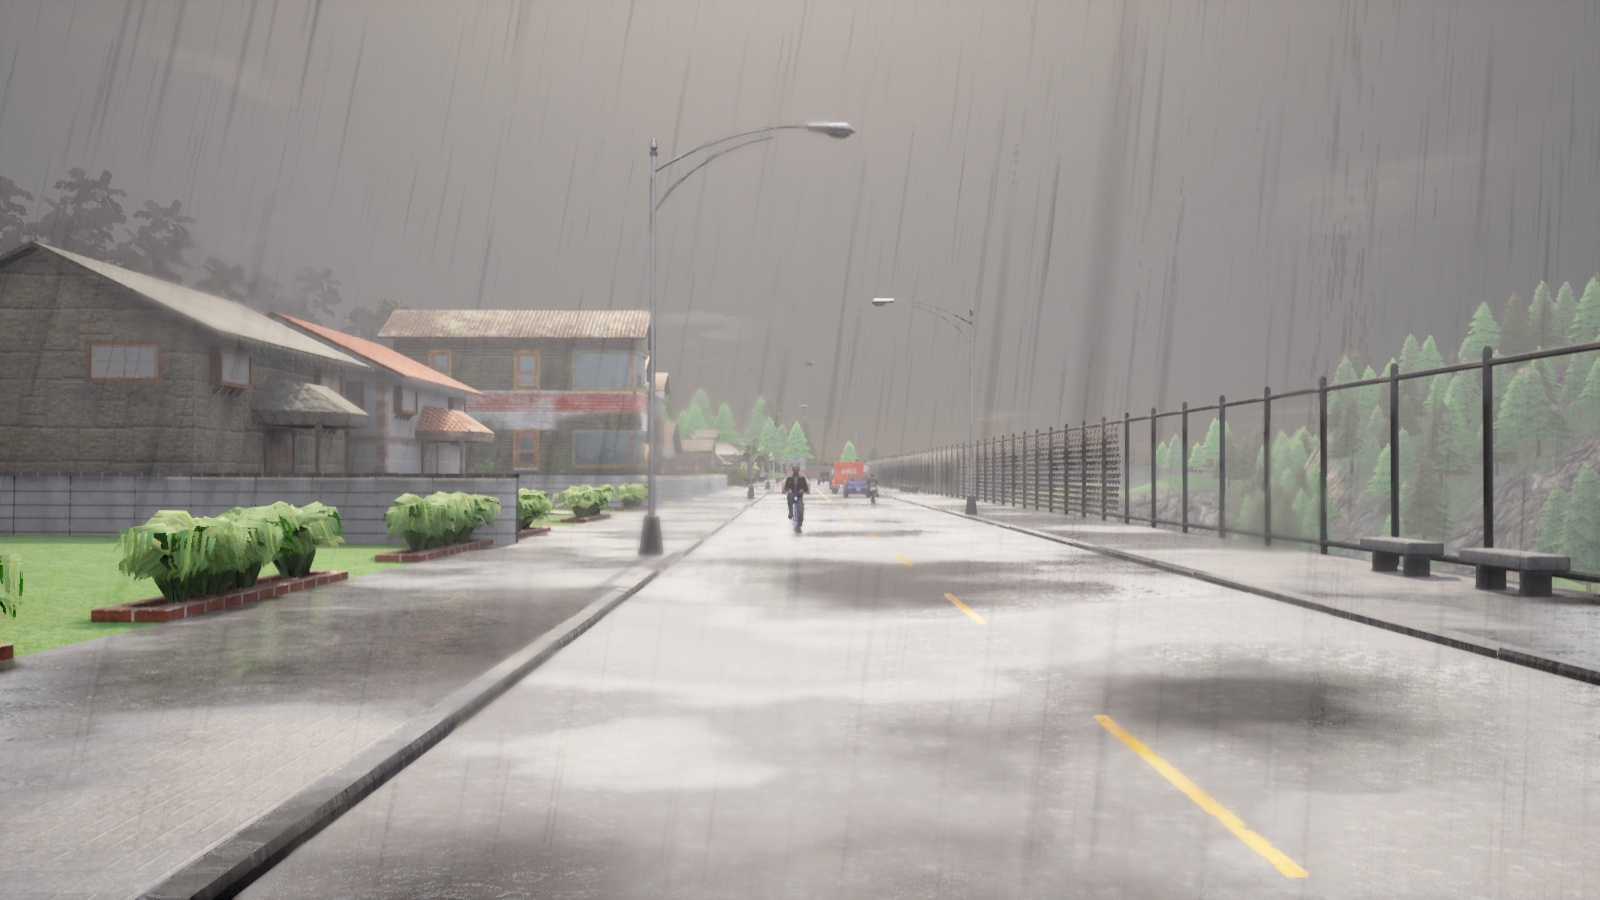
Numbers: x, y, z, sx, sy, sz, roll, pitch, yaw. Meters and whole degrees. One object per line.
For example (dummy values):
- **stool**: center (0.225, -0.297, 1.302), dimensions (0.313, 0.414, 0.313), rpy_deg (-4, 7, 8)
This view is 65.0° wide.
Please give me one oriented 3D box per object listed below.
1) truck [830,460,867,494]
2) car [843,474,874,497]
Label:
- **truck**: center (3.709, 2.069, 96.360), dimensions (2.627, 2.467, 5.204), rpy_deg (0, -1, 0)
- **car**: center (3.755, 2.302, 81.653), dimensions (1.816, 1.474, 4.193), rpy_deg (0, -1, 0)
